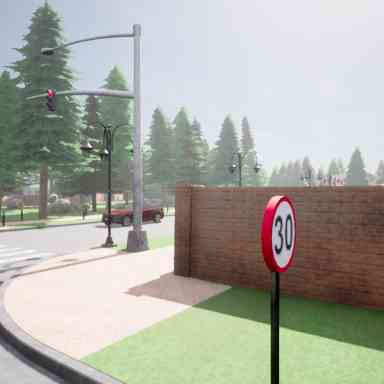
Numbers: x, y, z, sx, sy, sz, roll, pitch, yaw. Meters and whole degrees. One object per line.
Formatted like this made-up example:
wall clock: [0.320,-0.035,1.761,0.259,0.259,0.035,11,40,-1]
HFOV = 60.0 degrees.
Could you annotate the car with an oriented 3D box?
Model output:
car: [-4.012,1.464,23.168,1.882,1.535,5.008,0,0,35]
